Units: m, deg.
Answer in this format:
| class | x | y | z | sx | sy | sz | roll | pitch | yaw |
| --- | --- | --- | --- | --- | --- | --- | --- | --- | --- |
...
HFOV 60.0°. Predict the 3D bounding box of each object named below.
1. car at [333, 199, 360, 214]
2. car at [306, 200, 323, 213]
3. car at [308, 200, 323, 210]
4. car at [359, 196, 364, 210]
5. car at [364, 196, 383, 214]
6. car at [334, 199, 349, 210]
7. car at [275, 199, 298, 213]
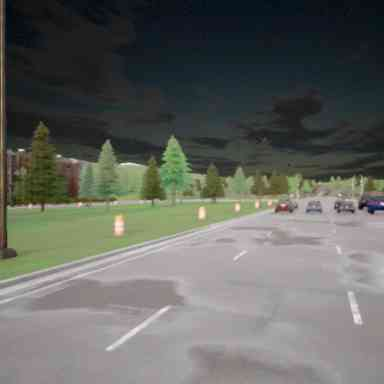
| class | x | y | z | sx | sy | sz | roll | pitch | yaw |
| --- | --- | --- | --- | --- | --- | --- | --- | --- | --- |
| car | 18.374 | 1.830 | 39.758 | 2.033 | 1.411 | 5.357 | -1 | -1 | 22 |
| car | 15.271 | 1.881 | 41.413 | 2.033 | 1.411 | 5.357 | -1 | -1 | 22 |
| car | 18.769 | 1.966 | 50.347 | 1.994 | 1.385 | 4.181 | -1 | -1 | 22 |
| car | 25.279 | 1.527 | 47.789 | 2.150 | 2.045 | 5.566 | -1 | -1 | 22 |
| car | 21.383 | 1.451 | 37.884 | 2.150 | 2.045 | 5.566 | -1 | -1 | 22 |
| car | 22.020 | 1.859 | 49.053 | 1.837 | 1.490 | 4.892 | -1 | -1 | 22 |
| car | 11.882 | 1.732 | 42.383 | 2.097 | 1.767 | 4.553 | -1 | -1 | 22 |
